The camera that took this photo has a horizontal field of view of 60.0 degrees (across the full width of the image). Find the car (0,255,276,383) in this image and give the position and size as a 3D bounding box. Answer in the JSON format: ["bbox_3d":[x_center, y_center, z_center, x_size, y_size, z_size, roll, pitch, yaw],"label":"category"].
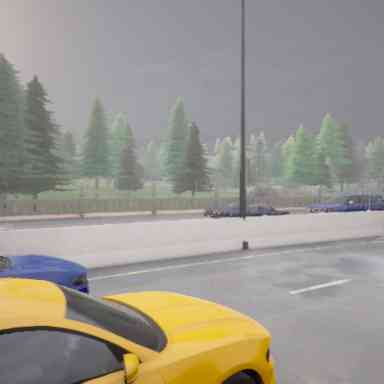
[{"bbox_3d":[-1.492,1.466,2.537,5.008,1.535,1.882,0,0,-35],"label":"car"}]

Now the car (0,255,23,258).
[{"bbox_3d":[-4.117,1.457,4.969,5.008,1.535,1.882,0,0,-35],"label":"car"}]

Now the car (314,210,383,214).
[{"bbox_3d":[9.729,1.103,20.983,5.566,2.045,2.150,0,0,-23],"label":"car"}]

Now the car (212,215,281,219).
[{"bbox_3d":[4.056,1.485,22.212,4.718,1.301,1.895,0,0,-26],"label":"car"}]
